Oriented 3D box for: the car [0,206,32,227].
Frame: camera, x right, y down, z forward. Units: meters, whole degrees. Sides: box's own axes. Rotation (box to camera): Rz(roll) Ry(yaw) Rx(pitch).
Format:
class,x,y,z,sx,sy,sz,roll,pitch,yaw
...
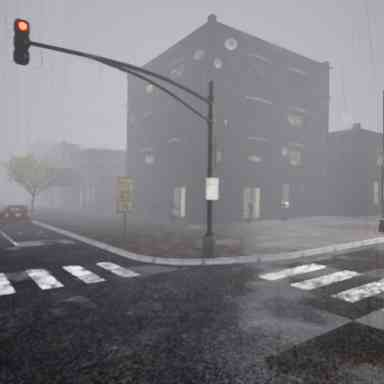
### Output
class,x,y,z,sx,sy,sz,roll,pitch,yaw
car,-13.754,1.751,25.776,1.967,1.590,4.097,1,-1,-35
